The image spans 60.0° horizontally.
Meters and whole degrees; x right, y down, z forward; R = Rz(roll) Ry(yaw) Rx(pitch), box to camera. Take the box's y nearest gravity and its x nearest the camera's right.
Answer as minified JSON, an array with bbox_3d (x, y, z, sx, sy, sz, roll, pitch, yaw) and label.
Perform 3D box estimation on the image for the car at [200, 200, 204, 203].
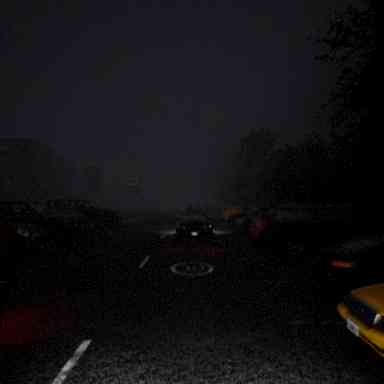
[{"bbox_3d":[5.296,3.096,92.170,4.553,1.767,2.185,0,-1,0],"label":"car"}]

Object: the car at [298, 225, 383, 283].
[{"bbox_3d":[5.085,1.609,7.388,4.674,1.452,2.002,0,-1,0],"label":"car"}]

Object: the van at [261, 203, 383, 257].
[{"bbox_3d":[5.208,1.408,12.963,4.442,1.987,1.878,0,-1,0],"label":"van"}]

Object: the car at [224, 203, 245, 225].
[{"bbox_3d":[5.115,1.792,24.095,5.008,1.535,2.097,0,-1,0],"label":"car"}]

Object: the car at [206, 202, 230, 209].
[{"bbox_3d":[5.207,2.741,67.836,4.674,1.452,2.002,0,-1,0],"label":"car"}]

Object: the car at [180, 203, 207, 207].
[{"bbox_3d":[0.252,2.051,33.416,1.994,1.385,4.181,0,-1,3],"label":"car"}]

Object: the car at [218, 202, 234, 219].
[{"bbox_3d":[5.117,1.891,29.662,5.008,1.535,2.097,0,-1,0],"label":"car"}]

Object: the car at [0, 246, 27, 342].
[{"bbox_3d":[-3.348,1.534,2.359,1.837,1.490,4.892,0,-1,0],"label":"car"}]

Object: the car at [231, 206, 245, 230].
[{"bbox_3d":[5.107,1.789,21.308,4.674,1.452,2.002,0,-1,0],"label":"car"}]

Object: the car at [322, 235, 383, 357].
[{"bbox_3d":[4.901,1.533,4.604,5.366,1.575,1.946,0,-1,0],"label":"car"}]

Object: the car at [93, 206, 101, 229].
[{"bbox_3d":[-7.974,1.707,18.524,4.892,1.521,2.231,0,-1,0],"label":"car"}]

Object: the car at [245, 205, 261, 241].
[{"bbox_3d":[5.065,1.544,15.742,4.553,1.767,2.185,0,-1,0],"label":"car"}]

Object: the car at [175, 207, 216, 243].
[{"bbox_3d":[0.114,1.736,17.331,1.812,1.442,4.674,0,-1,0],"label":"car"}]

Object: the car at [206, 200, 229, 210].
[{"bbox_3d":[5.185,2.534,58.140,4.674,1.452,2.002,0,-1,0],"label":"car"}]

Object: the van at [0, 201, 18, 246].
[{"bbox_3d":[-8.106,1.375,10.117,4.442,1.987,1.878,0,-1,0],"label":"van"}]

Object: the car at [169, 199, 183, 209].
[{"bbox_3d":[-3.120,2.471,69.853,2.150,2.045,5.566,0,-1,0],"label":"car"}]

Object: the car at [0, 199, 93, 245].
[{"bbox_3d":[-7.956,1.418,15.722,5.566,2.045,2.435,0,-1,0],"label":"car"}]

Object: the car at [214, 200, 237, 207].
[{"bbox_3d":[8.013,2.725,79.761,5.008,1.535,1.882,0,-4,-11],"label":"car"}]

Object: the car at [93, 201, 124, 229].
[{"bbox_3d":[-7.941,1.542,24.131,5.566,2.045,2.435,0,-1,0],"label":"car"}]

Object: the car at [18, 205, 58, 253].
[{"bbox_3d":[-8.019,1.508,12.920,4.553,1.767,2.185,0,-1,0],"label":"car"}]

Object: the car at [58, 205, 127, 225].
[{"bbox_3d":[-7.969,1.842,26.928,4.892,1.521,2.231,0,-1,0],"label":"car"}]

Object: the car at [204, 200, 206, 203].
[{"bbox_3d":[5.201,2.561,61.289,5.008,1.535,2.097,0,-1,0],"label":"car"}]
